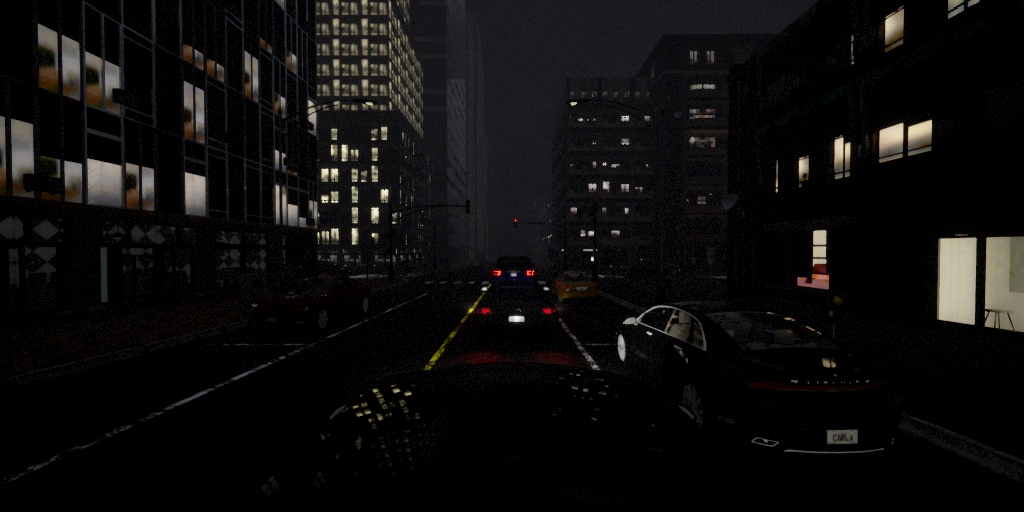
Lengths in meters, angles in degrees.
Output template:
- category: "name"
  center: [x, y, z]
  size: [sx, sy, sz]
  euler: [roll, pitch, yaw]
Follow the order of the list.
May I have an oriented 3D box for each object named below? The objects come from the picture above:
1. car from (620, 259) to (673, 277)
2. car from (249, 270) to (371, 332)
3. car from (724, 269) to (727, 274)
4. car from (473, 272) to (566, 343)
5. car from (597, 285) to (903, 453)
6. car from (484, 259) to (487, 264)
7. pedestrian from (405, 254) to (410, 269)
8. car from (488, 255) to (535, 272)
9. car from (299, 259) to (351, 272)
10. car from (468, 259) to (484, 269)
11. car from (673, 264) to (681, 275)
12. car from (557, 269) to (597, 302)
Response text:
- category: "car"
  center: [13.600, 1.195, 37.066]
  size: [4.553, 1.767, 2.097]
  euler: [0, 1, 0]
- category: "car"
  center: [-5.825, 1.292, 10.927]
  size: [1.888, 1.381, 4.507]
  euler: [0, 0, 0]
- category: "car"
  center: [24.974, 1.484, 36.945]
  size: [5.357, 1.411, 2.033]
  euler: [0, 1, 1]
- category: "car"
  center: [0.095, 1.312, 9.652]
  size: [1.994, 1.385, 4.181]
  euler: [0, 0, 0]
- category: "car"
  center: [2.817, 1.299, 5.228]
  size: [2.007, 1.370, 4.403]
  euler: [0, 0, 0]
- category: "car"
  center: [-5.713, 1.304, 60.123]
  size: [1.948, 1.339, 4.313]
  euler: [0, 0, 0]
- category: "pedestrian"
  center: [-12.564, 0.670, 42.984]
  size: [0.375, 1.860, 0.375]
  euler: [0, 0, 1]
- category: "car"
  center: [0.087, 0.967, 19.459]
  size: [2.150, 2.045, 5.566]
  euler: [0, 0, 0]
- category: "car"
  center: [-17.870, 1.154, 34.321]
  size: [4.674, 1.442, 1.812]
  euler: [1, 1, 2]
- category: "car"
  center: [-5.710, 1.264, 54.299]
  size: [1.751, 1.417, 4.829]
  euler: [0, 0, 0]
- category: "car"
  center: [16.294, 1.373, 39.661]
  size: [4.403, 1.370, 2.007]
  euler: [0, 0, 1]
- category: "car"
  center: [2.813, 1.271, 16.687]
  size: [1.751, 1.417, 4.829]
  euler: [0, 0, 0]
